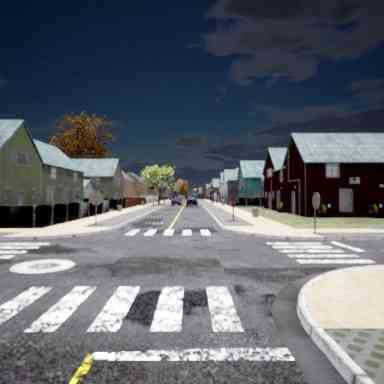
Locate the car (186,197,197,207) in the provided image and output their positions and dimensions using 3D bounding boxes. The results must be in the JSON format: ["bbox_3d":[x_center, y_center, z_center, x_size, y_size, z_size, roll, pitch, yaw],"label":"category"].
[{"bbox_3d":[-0.022,1.680,56.240,1.837,1.490,4.892,0,0,0],"label":"car"}]

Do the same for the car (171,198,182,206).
[{"bbox_3d":[-2.773,1.753,60.826,2.033,1.411,5.357,0,0,0],"label":"car"}]

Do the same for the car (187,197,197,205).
[{"bbox_3d":[-0.026,1.773,66.660,1.812,1.442,4.674,0,0,0],"label":"car"}]
